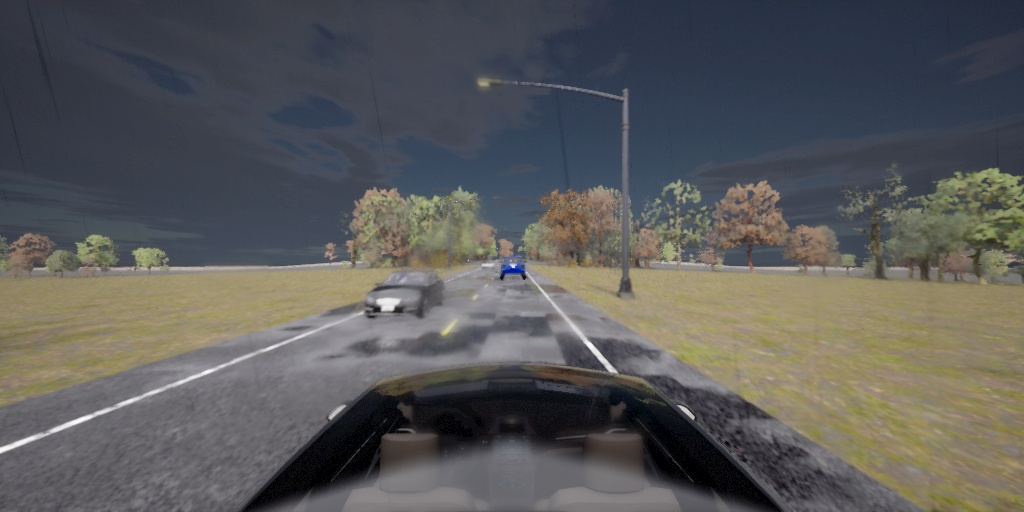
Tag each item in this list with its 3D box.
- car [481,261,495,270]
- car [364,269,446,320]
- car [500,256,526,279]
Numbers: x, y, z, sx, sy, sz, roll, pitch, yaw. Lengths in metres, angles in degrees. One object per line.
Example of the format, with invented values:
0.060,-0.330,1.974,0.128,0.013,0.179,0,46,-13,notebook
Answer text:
-3.547,1.403,54.334,1.895,1.301,4.718,0,0,1,car
-3.597,1.252,12.839,2.128,1.511,4.902,0,0,0,car
0.097,1.002,33.228,2.150,2.045,5.566,0,0,0,car
